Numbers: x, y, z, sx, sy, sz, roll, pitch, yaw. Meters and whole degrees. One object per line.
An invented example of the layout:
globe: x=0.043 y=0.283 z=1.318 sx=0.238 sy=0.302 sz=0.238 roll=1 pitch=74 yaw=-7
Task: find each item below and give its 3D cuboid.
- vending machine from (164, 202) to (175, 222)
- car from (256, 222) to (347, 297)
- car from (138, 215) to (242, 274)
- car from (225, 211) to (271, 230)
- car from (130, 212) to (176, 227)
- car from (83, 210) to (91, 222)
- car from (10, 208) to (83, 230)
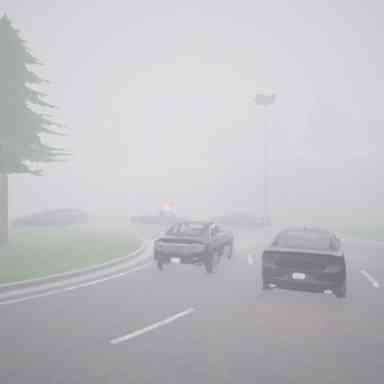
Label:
vending machine: x=-2.418 y=2.077 z=35.735 sx=0.880 sy=2.100 sz=1.100 roll=-1 pitch=-1 yaw=20
car: x=3.253 y=1.706 z=9.421 sx=1.882 sy=1.535 sz=5.008 roll=0 pitch=-1 yaw=23
car: x=0.249 y=1.784 z=11.791 sx=2.128 sy=1.511 sz=4.902 roll=0 pitch=-1 yaw=17
car: x=3.818 y=2.191 z=26.529 sx=2.033 sy=1.411 sz=5.357 roll=1 pitch=-2 yaw=-39
car: x=-2.886 y=2.290 z=27.776 sx=4.718 sy=1.301 sz=1.895 roll=-1 pitch=-2 yaw=32
car: x=-12.550 y=2.338 z=32.817 sx=4.892 sy=1.490 sz=1.837 roll=0 pitch=-3 yaw=-4
car: x=-11.495 y=2.156 z=25.974 sx=4.902 sy=1.511 sz=2.128 roll=0 pitch=-2 yaw=-2
